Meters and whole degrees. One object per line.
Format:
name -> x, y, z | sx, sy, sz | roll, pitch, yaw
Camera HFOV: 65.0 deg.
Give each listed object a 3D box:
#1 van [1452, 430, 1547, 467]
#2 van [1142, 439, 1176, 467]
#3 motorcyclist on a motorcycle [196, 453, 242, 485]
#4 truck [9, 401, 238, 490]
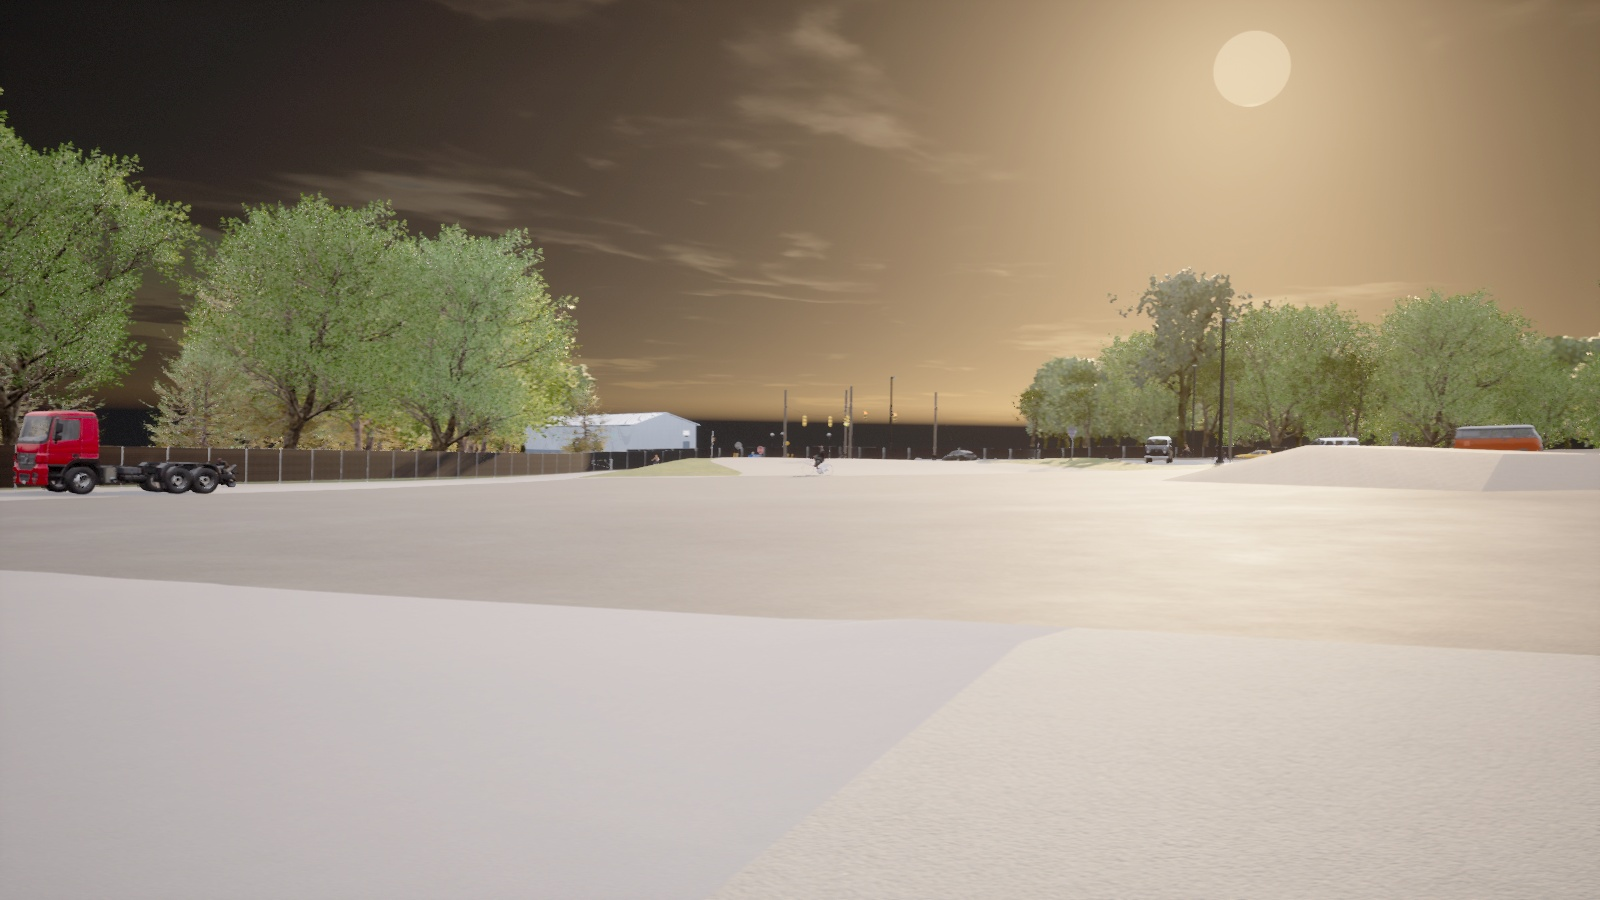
van -> 38.964, -0.088, 70.066 | 4.442, 1.987, 1.775 | -1, 1, 25
van -> 27.295, 0.187, 95.387 | 2.069, 2.038, 4.480 | 2, 1, 21
motorcyclist on a motorcycle -> -28.915, 0.952, 62.568 | 0.866, 1.530, 2.191 | 2, 0, 14
truck -> -28.527, -0.116, 53.293 | 2.891, 3.462, 7.936 | 2, -1, 40
